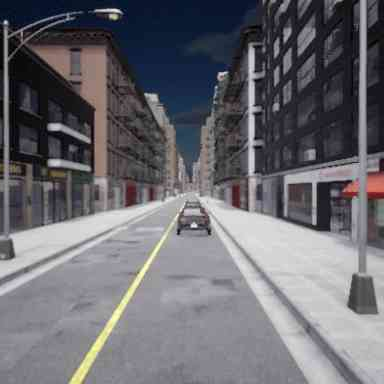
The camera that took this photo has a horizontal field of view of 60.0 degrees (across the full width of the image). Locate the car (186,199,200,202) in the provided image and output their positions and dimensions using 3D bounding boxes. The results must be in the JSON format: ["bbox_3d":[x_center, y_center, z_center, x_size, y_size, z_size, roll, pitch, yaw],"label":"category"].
[{"bbox_3d":[0.106,1.475,37.495,2.128,1.511,4.902,0,0,0],"label":"car"}]

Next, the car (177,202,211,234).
[{"bbox_3d":[0.103,1.518,18.884,1.812,1.442,4.674,0,0,0],"label":"car"}]
